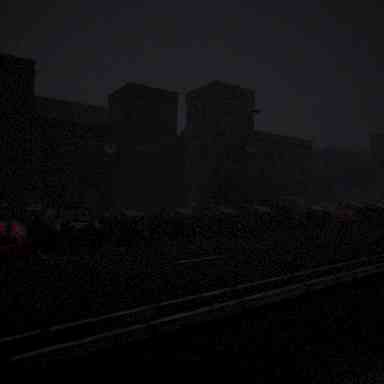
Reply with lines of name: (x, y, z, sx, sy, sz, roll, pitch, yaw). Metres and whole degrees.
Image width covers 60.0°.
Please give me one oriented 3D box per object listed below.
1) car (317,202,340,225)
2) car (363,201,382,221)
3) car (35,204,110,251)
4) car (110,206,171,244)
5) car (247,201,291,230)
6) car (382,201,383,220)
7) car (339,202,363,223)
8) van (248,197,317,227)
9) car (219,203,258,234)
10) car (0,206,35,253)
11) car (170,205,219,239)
car: (7.850, 1.591, 24.180, 2.002, 1.452, 4.674, 0, 0, -36)
car: (12.339, 1.580, 27.382, 2.231, 1.521, 4.892, 0, 0, -36)
car: (-5.593, 1.366, 14.543, 2.185, 1.767, 4.553, 0, 0, -36)
car: (-3.365, 1.500, 16.165, 2.231, 1.521, 4.892, 0, 0, -36)
car: (3.365, 1.528, 20.972, 2.231, 1.521, 4.892, 0, 0, -36)
car: (14.562, 1.625, 29.015, 2.163, 1.488, 4.792, 0, 0, -36)
car: (9.985, 1.562, 25.937, 1.946, 1.575, 5.366, 0, 0, -36)
van: (5.775, 1.313, 22.557, 1.878, 1.987, 4.442, 0, 0, -36)
car: (1.122, 1.518, 19.370, 2.231, 1.521, 4.892, 0, 0, -36)
car: (-7.874, 1.360, 12.990, 2.185, 1.767, 4.553, 0, 0, -36)
car: (-1.121, 1.508, 17.768, 2.231, 1.521, 4.892, 0, 0, -36)
